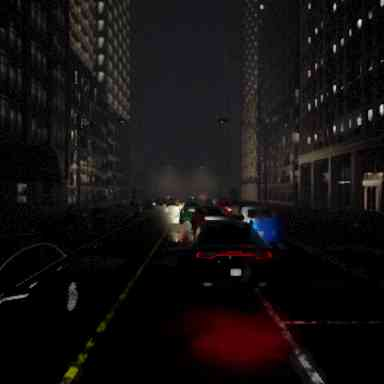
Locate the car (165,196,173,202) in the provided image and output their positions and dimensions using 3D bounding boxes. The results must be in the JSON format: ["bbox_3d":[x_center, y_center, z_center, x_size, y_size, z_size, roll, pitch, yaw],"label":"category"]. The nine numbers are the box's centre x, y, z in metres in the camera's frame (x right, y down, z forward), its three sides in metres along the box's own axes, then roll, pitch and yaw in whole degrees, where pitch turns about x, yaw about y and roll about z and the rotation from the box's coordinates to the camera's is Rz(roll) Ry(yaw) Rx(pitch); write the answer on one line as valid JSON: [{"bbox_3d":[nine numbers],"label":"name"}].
[{"bbox_3d":[-5.694,1.708,82.978,1.752,1.417,4.829,-1,0,0],"label":"car"}]

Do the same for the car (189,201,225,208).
[{"bbox_3d":[0.901,1.521,19.291,1.882,1.535,5.008,0,0,0],"label":"car"}]

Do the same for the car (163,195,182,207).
[{"bbox_3d":[-3.006,1.595,52.280,1.882,1.535,5.008,0,0,0],"label":"car"}]

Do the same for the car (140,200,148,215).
[{"bbox_3d":[-5.696,1.654,31.995,1.802,1.307,4.206,-1,0,0],"label":"car"}]

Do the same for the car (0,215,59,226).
[{"bbox_3d":[-5.697,1.572,9.261,2.008,1.369,4.403,-1,0,0],"label":"car"}]

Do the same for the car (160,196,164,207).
[{"bbox_3d":[-5.695,1.673,54.729,2.008,1.369,4.403,-1,0,0],"label":"car"}]

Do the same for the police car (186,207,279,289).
[{"bbox_3d":[0.901,1.447,9.400,1.930,1.638,5.238,0,0,0],"label":"police car"}]

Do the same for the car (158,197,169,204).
[{"bbox_3d":[-5.695,1.728,66.097,1.802,1.307,4.206,-1,0,0],"label":"car"}]

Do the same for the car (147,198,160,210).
[{"bbox_3d":[-5.696,1.648,43.362,2.008,1.369,4.403,-1,0,0],"label":"car"}]

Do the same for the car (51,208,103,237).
[{"bbox_3d":[-5.697,1.600,14.944,1.947,1.339,4.313,-1,0,0],"label":"car"}]

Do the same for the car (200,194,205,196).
[{"bbox_3d":[2.684,1.486,77.465,2.192,1.841,5.009,-1,0,0],"label":"car"}]

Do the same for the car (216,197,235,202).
[{"bbox_3d":[2.682,1.374,26.312,2.192,1.841,5.009,-1,0,0],"label":"car"}]

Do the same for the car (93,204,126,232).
[{"bbox_3d":[-5.696,1.591,20.628,1.887,1.381,4.507,-1,0,0],"label":"car"}]

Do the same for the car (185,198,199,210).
[{"bbox_3d":[0.016,1.630,46.496,1.812,1.442,4.674,0,0,0],"label":"car"}]

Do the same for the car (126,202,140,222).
[{"bbox_3d":[-5.697,1.610,26.312,2.008,1.369,4.403,-1,0,0],"label":"car"}]

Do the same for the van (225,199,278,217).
[{"bbox_3d":[2.682,1.375,14.944,1.690,1.788,3.998,-1,0,0],"label":"van"}]

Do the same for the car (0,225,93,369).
[{"bbox_3d":[-3.100,1.516,4.729,1.837,1.490,4.892,0,0,0],"label":"car"}]

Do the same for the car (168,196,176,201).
[{"bbox_3d":[-5.694,1.773,94.515,1.947,1.339,4.313,-1,0,0],"label":"car"}]

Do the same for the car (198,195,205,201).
[{"bbox_3d":[2.686,1.647,94.515,1.967,1.590,4.097,-1,0,0],"label":"car"}]

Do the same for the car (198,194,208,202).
[{"bbox_3d":[2.684,1.498,83.149,2.192,1.841,5.009,-1,0,0],"label":"car"}]

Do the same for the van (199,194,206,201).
[{"bbox_3d":[2.685,1.536,88.832,1.690,1.788,3.998,-1,0,0],"label":"van"}]

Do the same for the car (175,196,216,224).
[{"bbox_3d":[0.384,1.409,25.387,2.097,1.767,4.553,0,0,9],"label":"car"}]

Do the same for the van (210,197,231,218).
[{"bbox_3d":[2.682,1.413,31.995,1.690,1.788,3.998,-1,0,0],"label":"van"}]

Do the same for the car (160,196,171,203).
[{"bbox_3d":[-5.696,1.599,71.780,1.967,1.590,4.097,-1,0,0],"label":"car"}]
